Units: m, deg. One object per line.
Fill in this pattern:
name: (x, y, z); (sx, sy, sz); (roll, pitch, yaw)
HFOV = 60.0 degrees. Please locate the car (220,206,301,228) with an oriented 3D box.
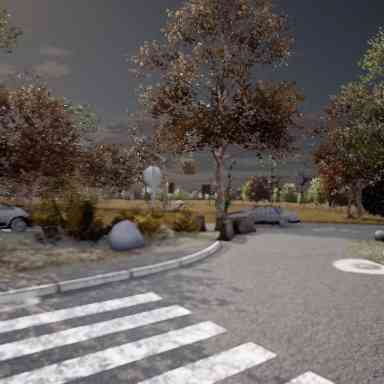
car: (4.537, 1.618, 22.355); (5.357, 1.411, 2.033); (1, 0, -10)

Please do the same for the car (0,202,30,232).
car: (-9.371, 1.030, 14.699); (4.181, 1.385, 1.994); (4, -2, -37)
